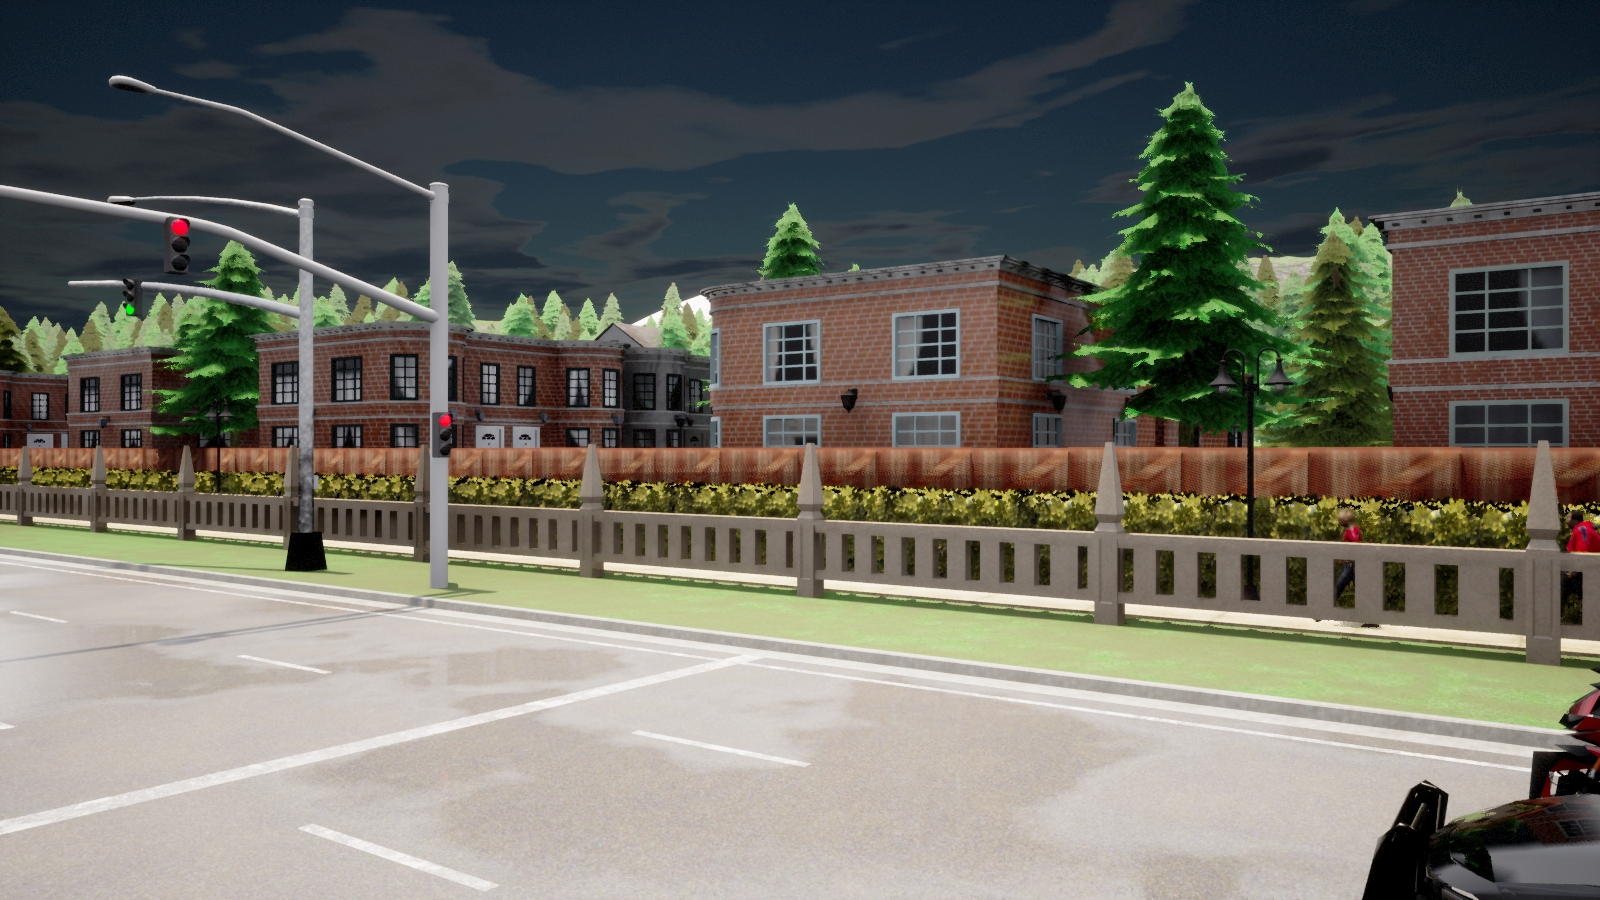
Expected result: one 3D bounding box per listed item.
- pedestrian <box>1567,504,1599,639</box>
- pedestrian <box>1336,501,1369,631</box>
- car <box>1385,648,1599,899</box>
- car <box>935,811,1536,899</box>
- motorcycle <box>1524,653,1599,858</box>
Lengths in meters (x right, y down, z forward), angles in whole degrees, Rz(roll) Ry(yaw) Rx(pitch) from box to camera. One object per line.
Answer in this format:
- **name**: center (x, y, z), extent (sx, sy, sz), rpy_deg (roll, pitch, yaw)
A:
- **pedestrian**: center (11.091, 1.700, 16.187), extent (0.375, 1.860, 0.375), rpy_deg (0, 0, 34)
- **pedestrian**: center (8.155, 1.700, 16.864), extent (0.375, 1.860, 0.375), rpy_deg (0, 0, 35)
- **car**: center (5.302, 1.983, 4.345), extent (5.238, 1.638, 2.097), rpy_deg (0, 0, 35)
- **car**: center (2.178, 2.065, 2.259), extent (4.193, 1.474, 1.816), rpy_deg (0, 0, 35)
- **motorcycle**: center (6.334, 2.205, 7.895), extent (2.209, 1.251, 0.867), rpy_deg (0, 0, 35)
